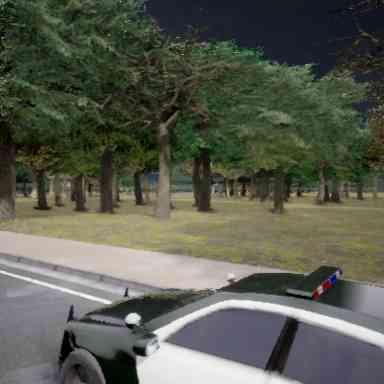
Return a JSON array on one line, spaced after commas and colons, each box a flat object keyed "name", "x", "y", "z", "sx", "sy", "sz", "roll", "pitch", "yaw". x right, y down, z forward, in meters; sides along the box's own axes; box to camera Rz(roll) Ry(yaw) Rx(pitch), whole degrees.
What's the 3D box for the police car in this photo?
[{"name": "police car", "x": 0.737, "y": 1.506, "z": 3.035, "sx": 4.974, "sy": 1.542, "sz": 2.038, "roll": 0, "pitch": 0, "yaw": 35}]
